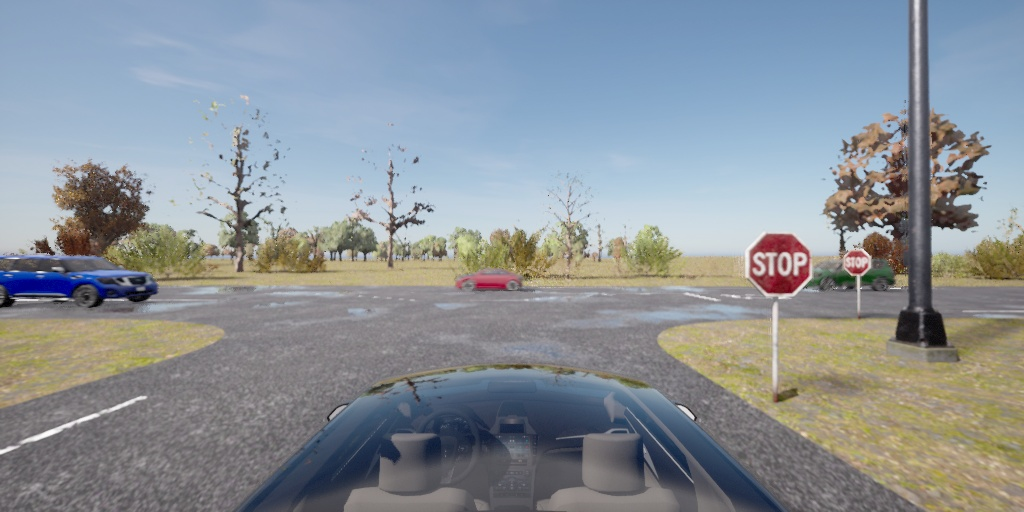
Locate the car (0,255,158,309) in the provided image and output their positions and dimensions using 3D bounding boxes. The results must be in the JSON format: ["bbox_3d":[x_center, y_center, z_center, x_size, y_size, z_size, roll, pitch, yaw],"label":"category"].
[{"bbox_3d":[-18.003,0.988,14.637,5.566,2.045,2.150,0,0,-2],"label":"car"}]

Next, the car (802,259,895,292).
[{"bbox_3d":[20.845,1.210,22.754,5.566,2.045,2.150,0,0,-2],"label":"car"}]

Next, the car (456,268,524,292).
[{"bbox_3d":[-1.364,1.432,22.111,4.181,1.385,1.994,0,0,-1],"label":"car"}]
